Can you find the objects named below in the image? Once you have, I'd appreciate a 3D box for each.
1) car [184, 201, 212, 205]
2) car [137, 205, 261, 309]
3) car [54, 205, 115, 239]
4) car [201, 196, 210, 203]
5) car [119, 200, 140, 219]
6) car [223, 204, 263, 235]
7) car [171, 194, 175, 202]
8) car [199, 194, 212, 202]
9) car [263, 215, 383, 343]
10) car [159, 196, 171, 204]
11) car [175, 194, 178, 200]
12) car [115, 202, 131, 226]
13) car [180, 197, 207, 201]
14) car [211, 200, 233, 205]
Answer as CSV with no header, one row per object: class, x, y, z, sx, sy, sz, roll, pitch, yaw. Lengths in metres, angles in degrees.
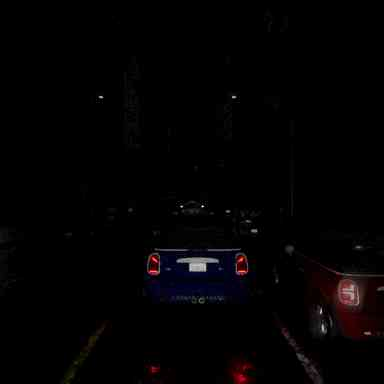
car,0.102,1.479,17.295,1.882,1.535,5.008,0,0,0
car,0.102,1.352,8.015,2.097,1.767,4.553,0,0,0
car,-5.665,1.567,17.451,1.947,1.339,4.313,0,0,0
car,2.924,1.579,71.120,1.752,1.417,4.829,0,0,0
car,-5.661,1.443,28.454,1.967,1.590,4.097,0,0,0
car,2.860,1.552,17.448,2.008,1.369,4.403,0,0,0
car,-5.588,1.616,76.374,2.008,1.369,4.403,0,0,0
car,2.912,1.484,65.541,1.967,1.590,4.097,0,0,0
car,2.856,1.440,6.445,1.967,1.590,4.097,0,0,0
car,-5.613,1.625,65.557,1.802,1.307,4.206,0,0,0
car,-5.554,1.637,92.430,1.752,1.417,4.829,0,0,0
car,-5.663,1.584,22.953,1.802,1.307,4.206,0,0,0
car,0.010,1.459,27.317,1.801,1.575,5.366,0,0,0
car,2.865,1.569,28.451,1.947,1.339,4.313,0,0,0
